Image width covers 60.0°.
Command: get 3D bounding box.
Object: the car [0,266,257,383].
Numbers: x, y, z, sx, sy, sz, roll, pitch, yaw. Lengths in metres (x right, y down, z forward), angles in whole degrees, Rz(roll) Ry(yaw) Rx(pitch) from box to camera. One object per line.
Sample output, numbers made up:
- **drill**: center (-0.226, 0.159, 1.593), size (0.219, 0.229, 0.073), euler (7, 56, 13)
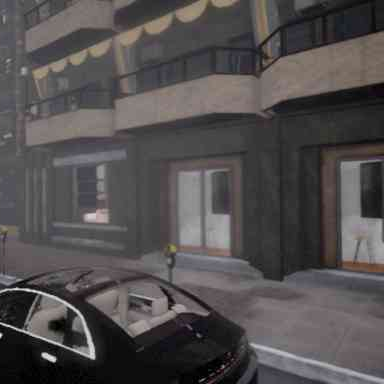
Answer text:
- **car**: center (-1.433, 1.585, 3.898), size (4.403, 1.369, 2.008), euler (-1, -1, 35)
